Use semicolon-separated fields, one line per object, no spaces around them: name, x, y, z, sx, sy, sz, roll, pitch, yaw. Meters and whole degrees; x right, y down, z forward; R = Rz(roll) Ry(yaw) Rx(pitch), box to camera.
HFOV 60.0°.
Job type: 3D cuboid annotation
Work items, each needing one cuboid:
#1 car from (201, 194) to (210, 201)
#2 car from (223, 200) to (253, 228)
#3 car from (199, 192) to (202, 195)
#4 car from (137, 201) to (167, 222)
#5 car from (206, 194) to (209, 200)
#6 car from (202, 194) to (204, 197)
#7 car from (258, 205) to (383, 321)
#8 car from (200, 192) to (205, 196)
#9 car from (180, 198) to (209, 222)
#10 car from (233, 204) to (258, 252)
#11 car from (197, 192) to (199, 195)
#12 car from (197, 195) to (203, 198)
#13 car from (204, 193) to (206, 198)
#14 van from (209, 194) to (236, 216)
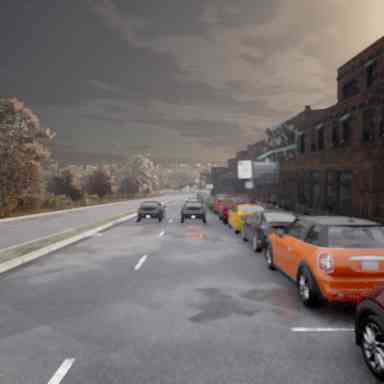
car;3.218;1.401;80.066;1.946;1.575;5.366;0;0;0
car;3.224;1.462;19.222;2.097;1.535;5.008;0;0;0
car;3.221;1.284;74.323;2.185;1.767;4.553;0;0;0
car;-3.152;1.481;26.321;1.837;1.490;4.892;0;0;0
car;3.222;1.315;41.297;2.185;1.767;4.553;0;0;0
car;3.220;1.426;57.772;2.231;1.521;4.892;0;0;0
car;3.224;1.347;8.146;2.185;1.767;4.553;0;0;0
car;3.218;1.412;69.013;1.946;1.575;5.366;0;0;0
car;0.098;1.482;25.913;1.837;1.490;4.892;0;0;0
car;3.224;1.468;13.696;2.231;1.521;4.892;0;0;0
car;3.206;1.395;90.924;2.231;1.521;4.892;0;0;0
car;0.097;1.485;42.957;1.812;1.442;4.674;0;0;0
car;3.221;1.310;46.822;2.185;1.767;4.553;0;0;0
van;3.222;1.220;35.919;1.878;1.987;4.442;0;0;0
